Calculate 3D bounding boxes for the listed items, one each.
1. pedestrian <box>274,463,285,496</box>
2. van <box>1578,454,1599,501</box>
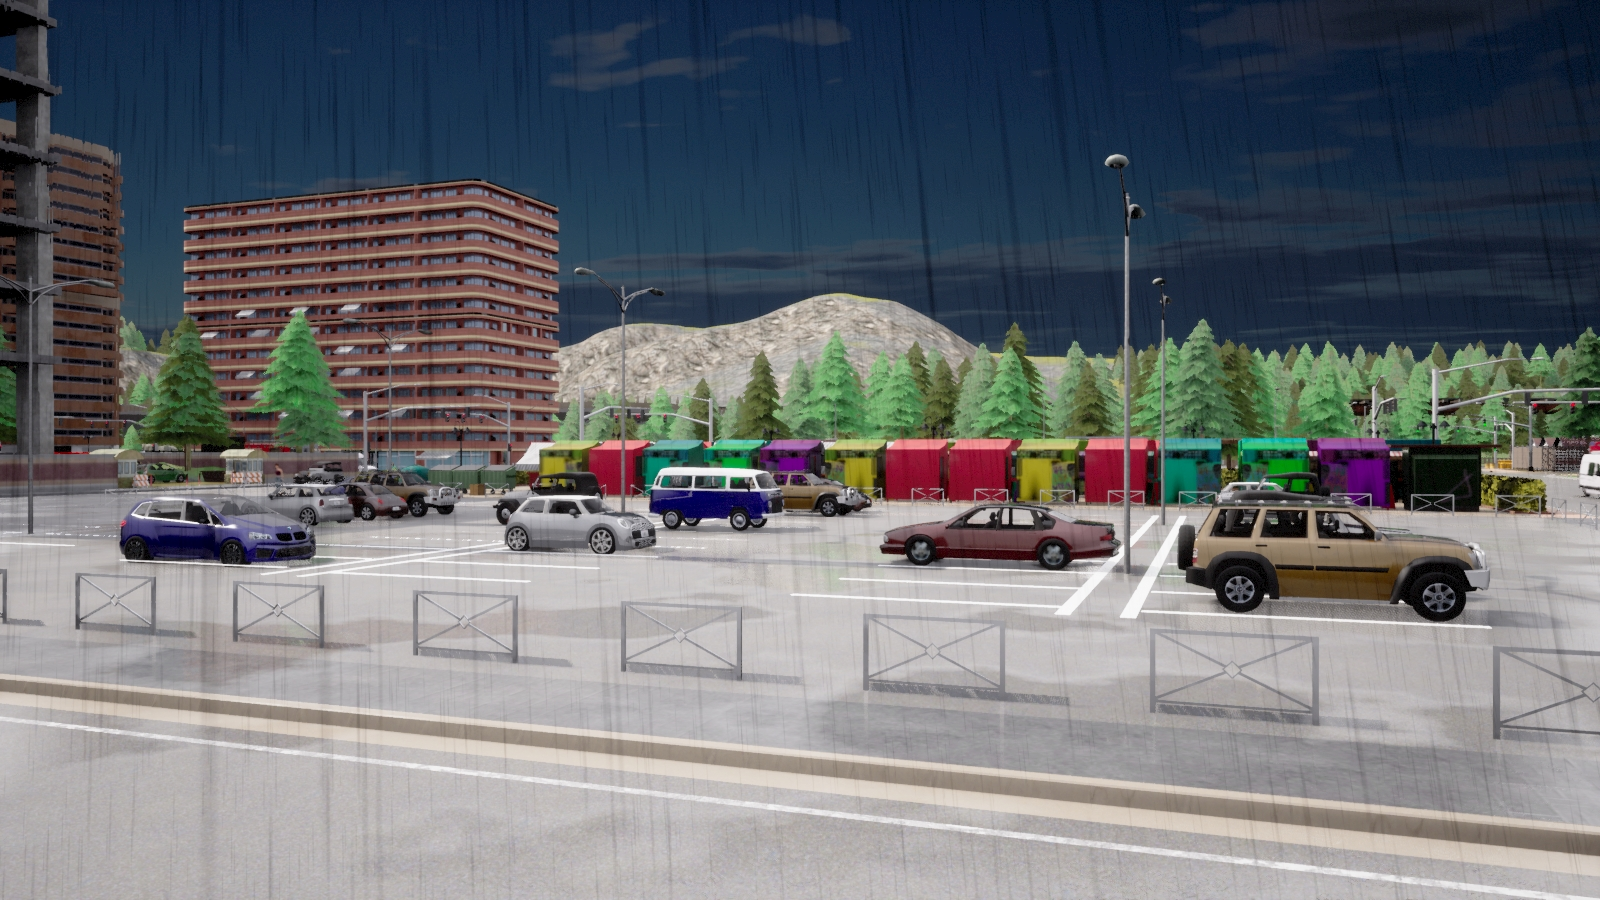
[{"bbox_3d":[-29.073,1.643,63.816,0.375,1.860,0.375,0,0,19],"label":"pedestrian"},{"bbox_3d":[46.009,1.534,64.734,1.988,2.561,5.915,0,0,22],"label":"van"}]
